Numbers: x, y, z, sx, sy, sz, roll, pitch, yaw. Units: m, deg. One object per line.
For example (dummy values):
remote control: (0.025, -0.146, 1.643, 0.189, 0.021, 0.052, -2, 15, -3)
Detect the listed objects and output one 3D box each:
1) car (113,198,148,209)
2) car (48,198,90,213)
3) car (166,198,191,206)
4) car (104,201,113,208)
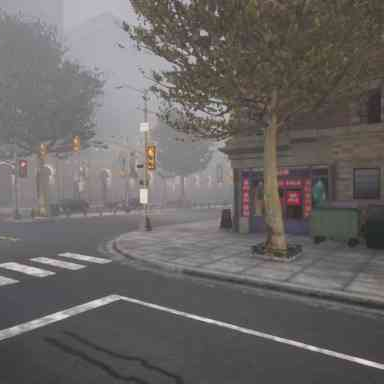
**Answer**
car: (-8.070, 1.526, 45.563, 1.812, 1.442, 4.674, 0, 0, 36)
car: (-13.908, 1.505, 37.471, 1.837, 1.490, 4.892, 0, 0, 36)
car: (-2.179, 1.601, 53.759, 1.895, 1.301, 4.718, 0, 0, 36)
car: (-10.283, 1.595, 47.904, 1.895, 1.301, 4.718, 0, 0, 36)
